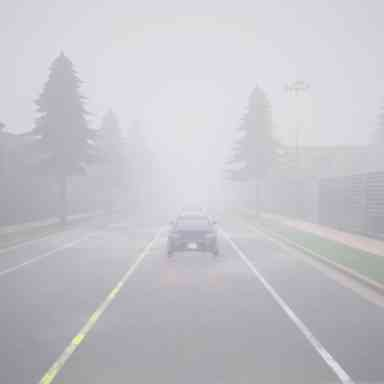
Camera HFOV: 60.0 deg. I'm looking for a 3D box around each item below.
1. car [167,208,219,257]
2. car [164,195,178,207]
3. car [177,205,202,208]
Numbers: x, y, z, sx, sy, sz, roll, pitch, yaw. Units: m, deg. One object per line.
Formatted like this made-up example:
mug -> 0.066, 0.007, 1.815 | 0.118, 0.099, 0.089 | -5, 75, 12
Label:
car -> 0.045, 1.595, 13.193 | 1.812, 1.442, 4.674 | 0, 0, 1
car -> -3.567, 1.524, 58.077 | 2.150, 2.045, 5.566 | 0, 0, 1
car -> 0.028, 1.741, 26.921 | 1.895, 1.301, 4.718 | 0, 0, 1
